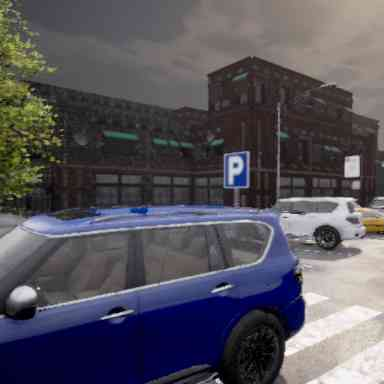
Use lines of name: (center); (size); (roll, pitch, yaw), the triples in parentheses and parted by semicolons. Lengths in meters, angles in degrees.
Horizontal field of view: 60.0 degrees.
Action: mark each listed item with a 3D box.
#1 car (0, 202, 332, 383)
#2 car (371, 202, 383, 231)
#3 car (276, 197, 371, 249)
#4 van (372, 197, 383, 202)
car: (-1.111, 1.212, 3.667); (5.566, 2.045, 2.150); (0, 0, -34)
car: (9.452, 1.535, 18.206); (5.366, 1.575, 1.946); (-1, -1, 32)
car: (4.505, 1.260, 14.646); (5.566, 2.045, 2.435); (-1, 0, 32)
van: (13.957, 1.344, 22.026); (4.442, 1.987, 1.878); (-1, -1, 32)
